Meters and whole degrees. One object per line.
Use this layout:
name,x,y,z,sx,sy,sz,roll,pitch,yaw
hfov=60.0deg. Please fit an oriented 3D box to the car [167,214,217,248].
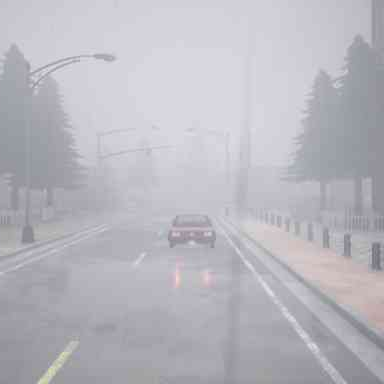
car,0.000,1.615,14.680,1.895,1.301,4.718,0,0,0

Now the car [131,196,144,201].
car,-13.735,1.555,83.998,1.895,1.301,4.718,0,0,-31
